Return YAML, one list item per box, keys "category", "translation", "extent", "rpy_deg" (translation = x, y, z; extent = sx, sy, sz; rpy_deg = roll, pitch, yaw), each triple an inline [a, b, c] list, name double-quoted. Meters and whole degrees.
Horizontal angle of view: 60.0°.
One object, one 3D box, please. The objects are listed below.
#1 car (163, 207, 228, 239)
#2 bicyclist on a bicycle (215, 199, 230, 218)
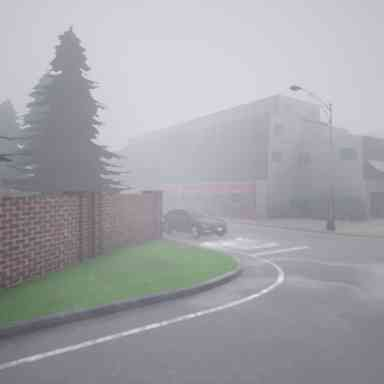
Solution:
- category: "car"
  translation: [0.031, 1.664, 18.866]
  extent: [1.837, 1.490, 4.892]
  rpy_deg: [0, 0, -35]
- category: "bicyclist on a bicycle"
  translation: [2.613, 1.448, 28.287]
  extent: [1.656, 1.620, 0.582]
  rpy_deg: [0, 0, -35]
